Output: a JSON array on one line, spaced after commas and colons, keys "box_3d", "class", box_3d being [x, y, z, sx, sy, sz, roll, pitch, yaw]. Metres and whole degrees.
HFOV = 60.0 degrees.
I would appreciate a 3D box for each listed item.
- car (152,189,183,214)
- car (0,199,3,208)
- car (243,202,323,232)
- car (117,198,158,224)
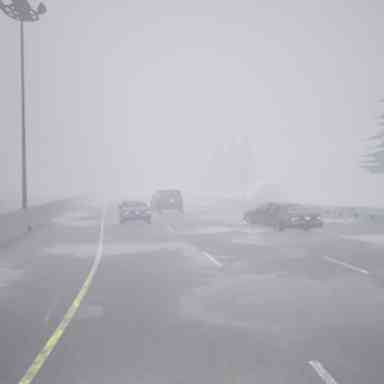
[{"box_3d": [-2.291, 0.790, 29.714, 2.150, 2.045, 5.566, -1, 1, -15], "class": "car"}, {"box_3d": [-22.143, 1.178, 36.100, 2.033, 1.411, 5.357, -1, 1, -14], "class": "car"}, {"box_3d": [4.621, 1.241, 17.739, 2.033, 1.411, 5.357, -1, 1, -17], "class": "car"}, {"box_3d": [-3.895, 1.245, 22.007, 2.033, 1.411, 5.357, -1, 1, -16], "class": "car"}]
